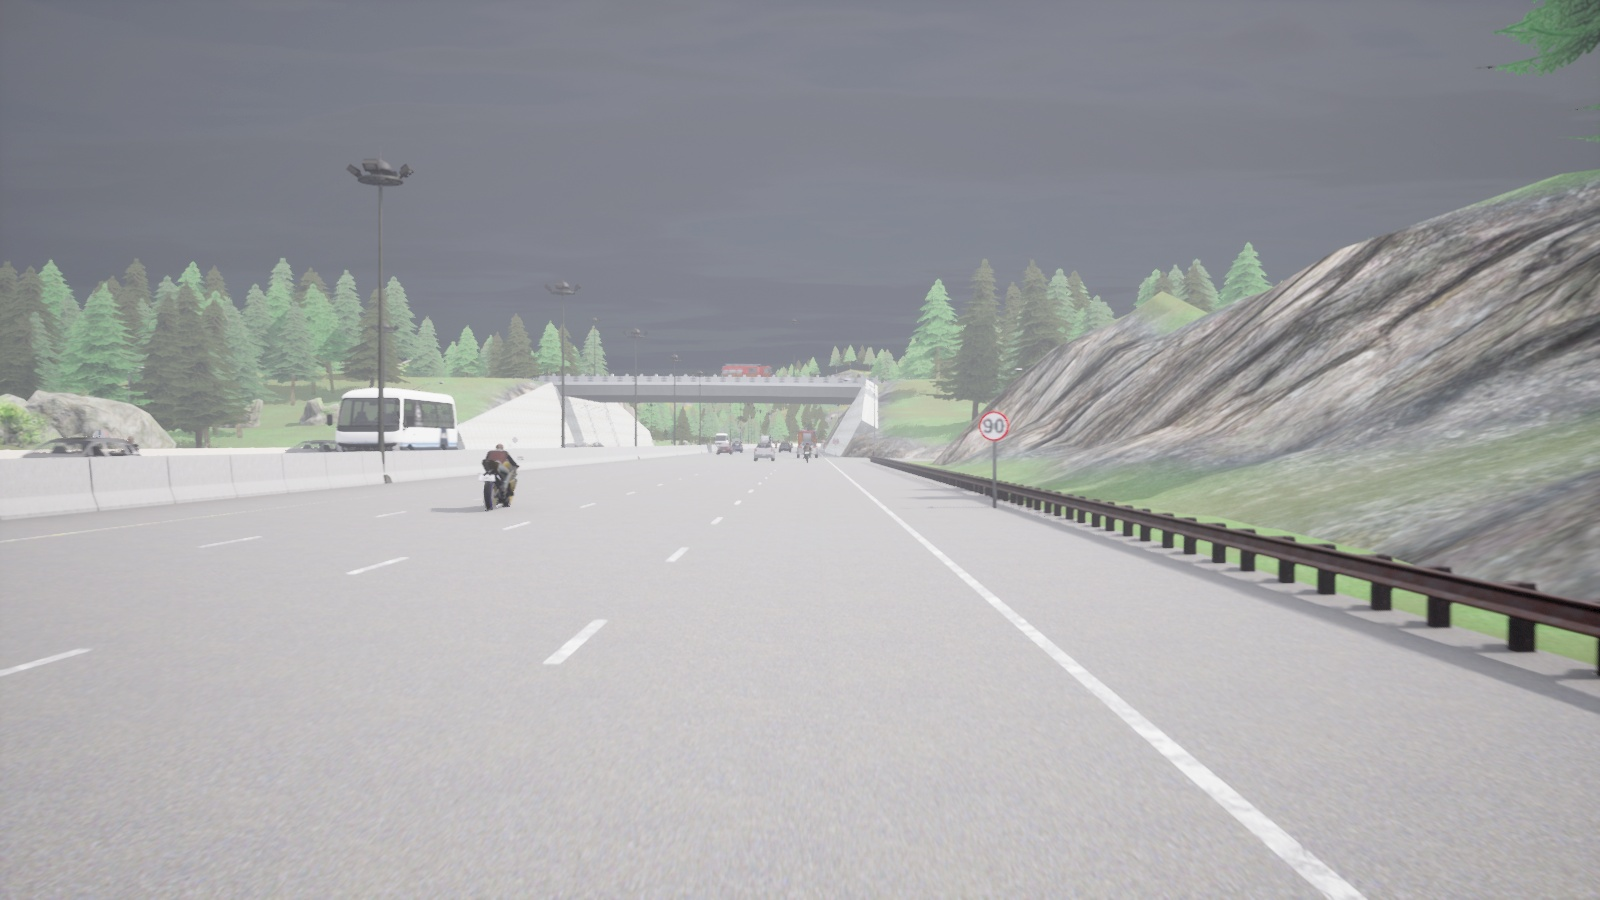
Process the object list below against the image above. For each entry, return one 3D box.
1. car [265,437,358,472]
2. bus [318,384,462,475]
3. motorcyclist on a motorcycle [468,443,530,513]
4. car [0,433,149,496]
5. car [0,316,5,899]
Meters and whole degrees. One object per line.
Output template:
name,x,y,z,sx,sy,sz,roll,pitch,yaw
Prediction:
car,-24.574,0.215,63.353,2.242,1.667,4.611,0,0,12
bus,-20.619,-1.008,64.082,3.944,4.253,10.273,0,0,0
motorcyclist on a motorcycle,-6.822,0.615,28.562,0.866,1.530,2.191,0,0,0
car,-20.782,0.373,35.619,2.242,1.667,4.611,0,0,0
car,-3.473,0.528,2.034,1.905,1.878,3.866,0,0,0
